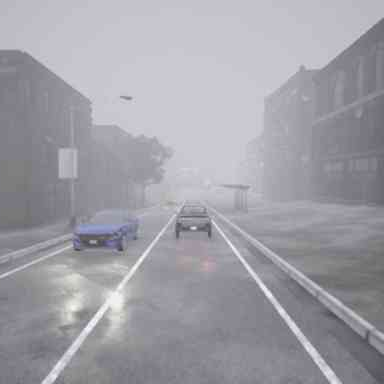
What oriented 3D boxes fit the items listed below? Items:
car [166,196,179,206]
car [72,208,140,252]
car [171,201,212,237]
[{"bbox_3d":[-3.213,1.445,54.567,1.882,1.535,5.008,0,0,1],"label":"car"},{"bbox_3d":[-3.450,1.476,14.149,1.882,1.535,5.008,0,0,0],"label":"car"},{"bbox_3d":[0.074,1.492,18.071,2.128,1.511,4.902,0,0,0],"label":"car"}]
